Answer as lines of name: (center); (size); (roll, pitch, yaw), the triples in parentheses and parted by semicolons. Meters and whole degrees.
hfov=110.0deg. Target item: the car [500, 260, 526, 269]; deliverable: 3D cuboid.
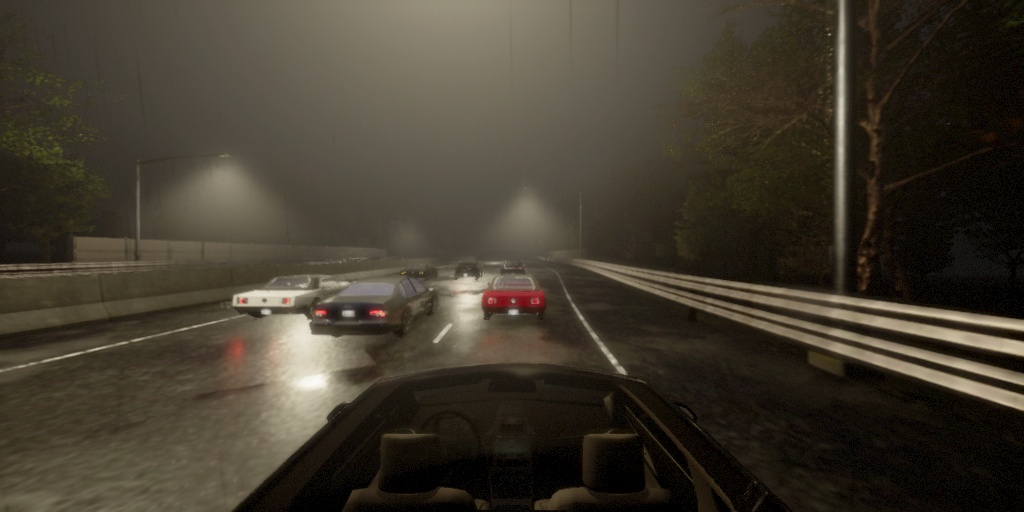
car: (0.077, 1.097, 28.819); (2.128, 1.511, 4.902); (0, 0, 0)

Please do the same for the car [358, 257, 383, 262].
car: (-21.040, 0.977, 54.784); (2.128, 1.511, 4.902); (0, 0, 1)

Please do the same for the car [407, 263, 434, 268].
car: (-6.932, 1.213, 27.379); (1.895, 1.301, 4.718); (0, 0, 0)

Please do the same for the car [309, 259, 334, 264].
car: (-28.036, 1.093, 53.203); (1.895, 1.301, 4.718); (0, 0, 0)

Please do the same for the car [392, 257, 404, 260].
car: (-17.543, 0.989, 54.966); (1.837, 1.490, 4.892); (0, 1, 0)

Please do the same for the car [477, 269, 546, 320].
car: (0.065, 1.292, 12.374); (1.895, 1.301, 4.718); (0, 0, 0)

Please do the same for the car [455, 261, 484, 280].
car: (-3.422, 1.111, 28.876); (1.837, 1.490, 4.892); (0, 1, 0)

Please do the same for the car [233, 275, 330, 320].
car: (-6.935, 1.292, 12.381); (1.895, 1.301, 4.718); (0, 0, 0)

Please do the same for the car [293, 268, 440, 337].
car: (-3.452, 1.251, 10.109); (2.033, 1.411, 5.357); (0, 0, 0)

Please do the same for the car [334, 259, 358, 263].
car: (-24.535, 1.089, 54.321); (1.895, 1.301, 4.718); (0, 0, 1)
